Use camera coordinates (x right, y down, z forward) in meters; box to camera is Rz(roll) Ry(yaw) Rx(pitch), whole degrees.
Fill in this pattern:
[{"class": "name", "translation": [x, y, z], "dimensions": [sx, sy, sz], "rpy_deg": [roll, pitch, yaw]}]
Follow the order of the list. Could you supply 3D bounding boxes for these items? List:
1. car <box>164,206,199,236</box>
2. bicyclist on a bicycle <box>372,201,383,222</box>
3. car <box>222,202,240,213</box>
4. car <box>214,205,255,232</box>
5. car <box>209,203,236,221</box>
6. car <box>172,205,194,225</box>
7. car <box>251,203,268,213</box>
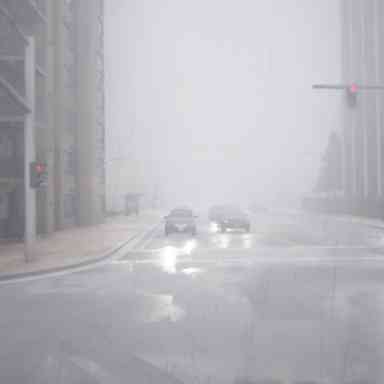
[{"class": "car", "translation": [-0.662, 1.859, 21.060], "dimensions": [2.128, 1.511, 4.902], "rpy_deg": [-1, -1, -1]}, {"class": "bicyclist on a bicycle", "translation": [14.742, 1.548, 25.802], "dimensions": [1.656, 1.620, 0.582], "rpy_deg": [-1, -1, -1]}, {"class": "car", "translation": [5.856, 2.337, 50.472], "dimensions": [1.994, 1.385, 4.181], "rpy_deg": [-1, -1, -5]}, {"class": "car", "translation": [2.823, 1.886, 23.281], "dimensions": [1.812, 1.442, 4.674], "rpy_deg": [-1, -1, -1]}, {"class": "car", "translation": [2.671, 2.008, 32.517], "dimensions": [2.128, 1.511, 4.902], "rpy_deg": [-1, -1, -1]}, {"class": "car", "translation": [-0.803, 2.006, 30.553], "dimensions": [1.882, 1.535, 5.008], "rpy_deg": [-1, -1, -1]}, {"class": "car", "translation": [9.545, 2.231, 47.810], "dimensions": [2.033, 1.411, 5.357], "rpy_deg": [-1, -1, 0]}]
